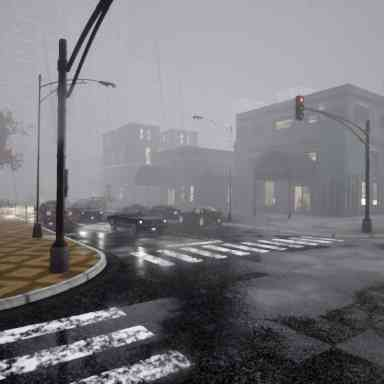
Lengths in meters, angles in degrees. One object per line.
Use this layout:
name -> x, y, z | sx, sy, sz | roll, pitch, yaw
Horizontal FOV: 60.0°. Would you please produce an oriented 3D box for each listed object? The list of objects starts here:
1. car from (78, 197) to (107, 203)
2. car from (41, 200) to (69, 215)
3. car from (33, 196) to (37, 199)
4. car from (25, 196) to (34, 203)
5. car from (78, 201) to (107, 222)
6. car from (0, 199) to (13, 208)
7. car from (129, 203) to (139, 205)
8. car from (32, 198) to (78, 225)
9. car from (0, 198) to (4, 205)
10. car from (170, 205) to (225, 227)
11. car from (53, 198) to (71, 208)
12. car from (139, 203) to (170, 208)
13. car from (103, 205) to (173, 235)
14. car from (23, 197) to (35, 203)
car -> -12.676, 1.578, 43.258 | 2.192, 1.841, 5.009 | 1, -1, -35
car -> -15.011, 1.659, 36.348 | 1.837, 1.490, 4.892 | 1, -1, -35
car -> -31.837, 1.949, 70.705 | 1.752, 1.417, 4.829 | 1, -1, -35
car -> -38.070, 1.792, 79.687 | 2.192, 1.841, 5.009 | 1, -1, -35
car -> -8.998, 1.704, 27.664 | 1.895, 1.301, 4.718 | 1, -1, -35
car -> -29.028, 1.739, 51.966 | 1.752, 1.417, 4.829 | 1, -1, -35
car -> -5.663, 1.787, 33.232 | 1.802, 1.307, 4.206 | 1, -1, -35
car -> -10.236, 1.494, 24.675 | 1.967, 1.590, 4.097 | 1, -1, -35
car -> -38.622, 1.861, 65.784 | 1.947, 1.339, 4.313 | 1, -1, -35
car -> 0.590, 1.705, 24.227 | 2.008, 1.369, 4.403 | 1, -1, -35
car -> -22.242, 1.782, 56.887 | 1.967, 1.590, 4.097 | 1, -1, -35
car -> -2.537, 1.746, 28.731 | 1.947, 1.339, 4.313 | 1, -1, -35
car -> -3.277, 1.657, 19.420 | 1.895, 1.301, 4.718 | 1, -1, -35
car -> -41.238, 2.055, 84.244 | 2.008, 1.369, 4.403 | 1, -1, -35
